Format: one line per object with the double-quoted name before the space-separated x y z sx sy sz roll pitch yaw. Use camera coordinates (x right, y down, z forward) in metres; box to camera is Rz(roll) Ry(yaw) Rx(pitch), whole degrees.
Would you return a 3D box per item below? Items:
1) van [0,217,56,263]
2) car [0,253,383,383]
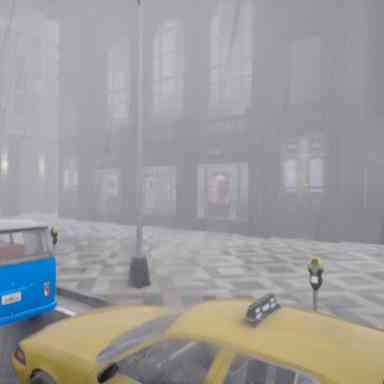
"van" -4.121 1.297 5.915 3.998 1.788 1.690 0 0 36
"car" 0.322 1.517 2.733 4.829 1.417 1.752 0 0 36
